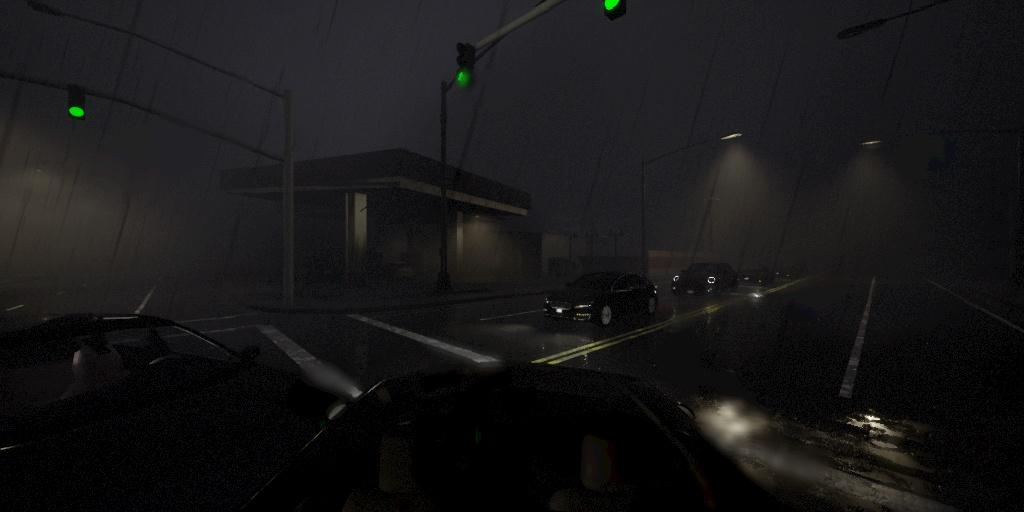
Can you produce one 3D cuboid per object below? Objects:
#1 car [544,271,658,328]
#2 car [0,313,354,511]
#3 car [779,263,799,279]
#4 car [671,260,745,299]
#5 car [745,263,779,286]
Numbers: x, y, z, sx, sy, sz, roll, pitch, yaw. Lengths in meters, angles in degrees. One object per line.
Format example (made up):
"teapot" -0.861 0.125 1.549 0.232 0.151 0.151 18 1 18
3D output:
"car" 3.032 1.255 11.595 4.892 1.490 1.837 0 0 -45
"car" -3.387 1.242 2.660 4.902 1.511 2.128 0 0 16
"car" 24.202 1.314 32.129 4.181 1.385 1.994 0 0 -44
"car" 9.960 1.102 18.350 4.553 1.767 2.097 0 0 -44
"car" 16.977 1.314 25.169 1.994 1.385 4.181 0 0 45
